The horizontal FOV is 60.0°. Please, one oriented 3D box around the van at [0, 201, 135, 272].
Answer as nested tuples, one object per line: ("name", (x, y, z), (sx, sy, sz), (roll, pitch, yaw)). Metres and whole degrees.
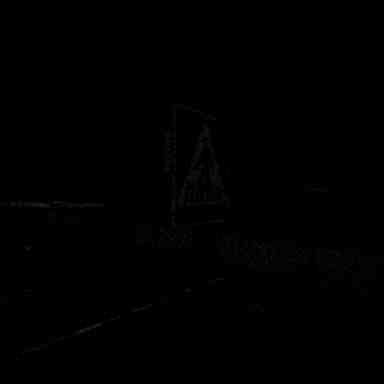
("van", (-3.652, 1.343, 11.167), (1.878, 1.987, 4.442), (0, -1, 25))
